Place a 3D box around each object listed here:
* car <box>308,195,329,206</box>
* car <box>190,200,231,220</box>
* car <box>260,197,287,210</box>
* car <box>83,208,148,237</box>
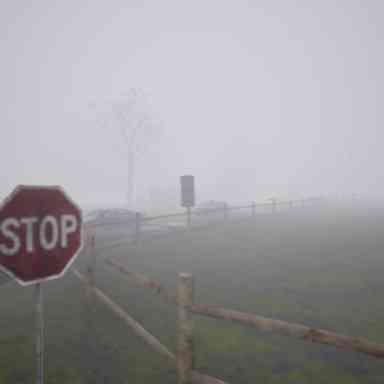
[{"bbox_3d":[17.309,1.132,45.557,2.128,1.511,4.902,-2,-1,35],"label":"car"},{"bbox_3d":[1.496,1.456,28.021,2.128,1.511,4.902,-2,-1,35],"label":"car"},{"bbox_3d":[9.810,1.301,39.915,1.882,1.535,5.008,-2,0,35],"label":"car"},{"bbox_3d":[-4.813,1.621,18.920,2.033,1.411,5.357,-2,-1,34],"label":"car"}]
